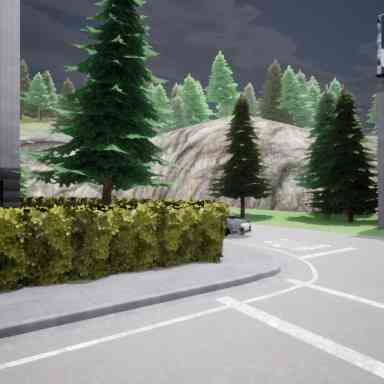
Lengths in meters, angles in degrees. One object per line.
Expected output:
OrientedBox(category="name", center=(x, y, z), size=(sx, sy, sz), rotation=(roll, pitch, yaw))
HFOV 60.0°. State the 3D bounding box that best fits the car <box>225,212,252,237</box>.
OrientedBox(category="car", center=(1.221, 1.668, 19.335), size=(2.128, 1.511, 4.902), rotation=(0, 0, -42))
